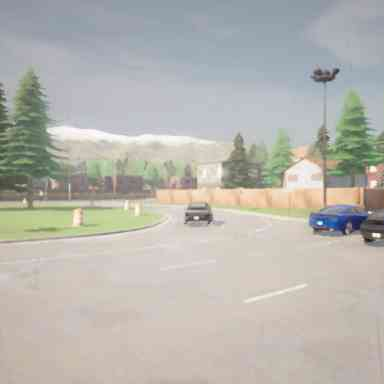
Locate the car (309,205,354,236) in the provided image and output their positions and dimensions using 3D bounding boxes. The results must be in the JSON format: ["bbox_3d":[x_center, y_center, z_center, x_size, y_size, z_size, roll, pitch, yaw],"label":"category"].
[{"bbox_3d":[8.566,1.444,18.456,5.008,1.535,1.882,0,0,-35],"label":"car"}]

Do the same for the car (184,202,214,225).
[{"bbox_3d":[0.498,1.464,23.992,2.128,1.511,4.902,0,0,5],"label":"car"}]

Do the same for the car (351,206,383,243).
[{"bbox_3d":[9.366,1.474,14.730,4.892,1.490,1.837,0,0,-35],"label":"car"}]
